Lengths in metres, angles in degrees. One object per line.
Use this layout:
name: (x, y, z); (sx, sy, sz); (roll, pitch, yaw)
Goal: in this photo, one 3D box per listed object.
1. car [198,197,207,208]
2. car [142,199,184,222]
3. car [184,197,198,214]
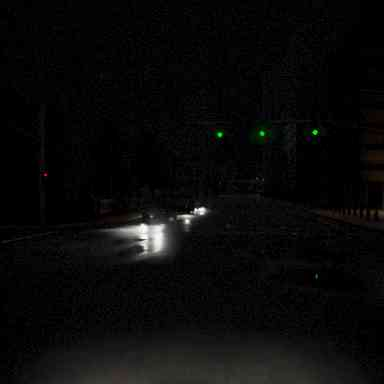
car: (1.146, 1.492, 49.279); (2.128, 1.511, 4.902); (0, 0, 9)
car: (-2.426, 1.492, 26.195); (2.128, 1.511, 4.902); (0, 0, 11)
car: (-0.879, 1.478, 35.974); (1.882, 1.535, 5.008); (0, 0, 9)
